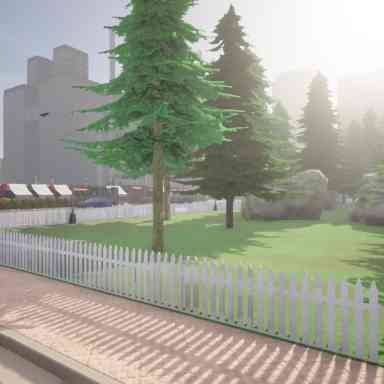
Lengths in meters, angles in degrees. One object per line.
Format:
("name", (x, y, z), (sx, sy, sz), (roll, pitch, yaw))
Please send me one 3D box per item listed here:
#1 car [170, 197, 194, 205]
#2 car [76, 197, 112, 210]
("car", (-1.818, 1.300, 59.298), (2.150, 2.045, 5.566), (0, 0, 34))
("car", (-12.739, 1.477, 43.291), (1.882, 1.535, 5.008), (0, 0, 34))
